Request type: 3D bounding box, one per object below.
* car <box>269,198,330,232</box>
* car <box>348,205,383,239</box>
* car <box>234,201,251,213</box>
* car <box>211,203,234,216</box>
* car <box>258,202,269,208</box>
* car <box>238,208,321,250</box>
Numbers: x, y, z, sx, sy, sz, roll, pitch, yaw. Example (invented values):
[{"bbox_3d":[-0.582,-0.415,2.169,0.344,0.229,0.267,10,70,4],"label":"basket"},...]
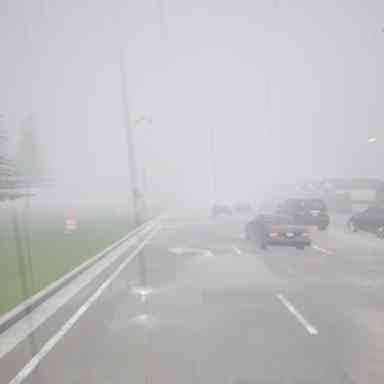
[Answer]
[{"bbox_3d":[7.035,1.417,21.861,2.150,2.045,5.566,0,-1,-1],"label":"car"},{"bbox_3d":[10.600,1.520,18.499,2.097,1.767,4.553,0,0,-1],"label":"car"},{"bbox_3d":[6.619,1.916,43.663,1.812,1.442,4.674,0,-1,-1],"label":"car"},{"bbox_3d":[3.234,1.937,37.569,1.895,1.301,4.718,0,-1,-1],"label":"car"},{"bbox_3d":[10.114,1.958,44.079,1.994,1.385,4.181,0,-1,-1],"label":"car"},{"bbox_3d":[3.662,1.683,15.096,2.033,1.411,5.357,0,-1,-1],"label":"car"}]
